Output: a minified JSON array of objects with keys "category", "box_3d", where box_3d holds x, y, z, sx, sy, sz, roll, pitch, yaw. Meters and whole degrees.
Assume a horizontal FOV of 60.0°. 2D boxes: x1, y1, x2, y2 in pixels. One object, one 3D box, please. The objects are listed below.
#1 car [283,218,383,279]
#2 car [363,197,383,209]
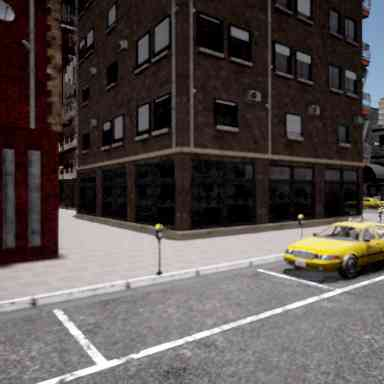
[{"category":"car","box_3d":[4.752,1.492,9.949,4.829,1.417,1.752,0,0,-35]},{"category":"car","box_3d":[21.447,1.327,41.159,1.752,1.417,4.829,0,0,-35]}]
